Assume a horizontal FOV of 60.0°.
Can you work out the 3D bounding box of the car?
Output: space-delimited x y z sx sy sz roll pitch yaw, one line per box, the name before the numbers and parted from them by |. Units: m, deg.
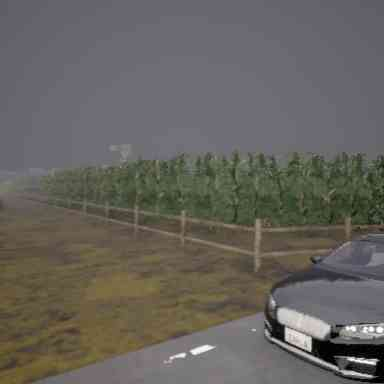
car | 3.261 1.481 5.368 4.902 1.511 2.128 0 0 -35
